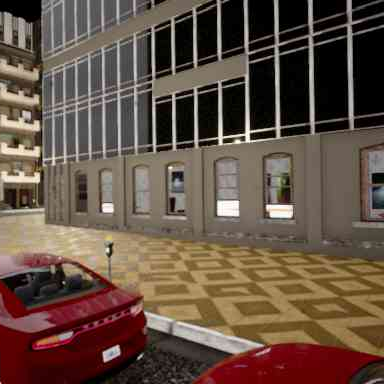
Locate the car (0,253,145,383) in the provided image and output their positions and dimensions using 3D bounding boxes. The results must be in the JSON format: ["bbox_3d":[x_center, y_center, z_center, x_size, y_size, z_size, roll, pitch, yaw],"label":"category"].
[{"bbox_3d":[-2.653,1.563,4.785,4.507,1.381,1.887,0,-1,36],"label":"car"}]

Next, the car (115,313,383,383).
[{"bbox_3d":[1.915,1.542,1.518,4.507,1.381,1.887,0,-1,36],"label":"car"}]
